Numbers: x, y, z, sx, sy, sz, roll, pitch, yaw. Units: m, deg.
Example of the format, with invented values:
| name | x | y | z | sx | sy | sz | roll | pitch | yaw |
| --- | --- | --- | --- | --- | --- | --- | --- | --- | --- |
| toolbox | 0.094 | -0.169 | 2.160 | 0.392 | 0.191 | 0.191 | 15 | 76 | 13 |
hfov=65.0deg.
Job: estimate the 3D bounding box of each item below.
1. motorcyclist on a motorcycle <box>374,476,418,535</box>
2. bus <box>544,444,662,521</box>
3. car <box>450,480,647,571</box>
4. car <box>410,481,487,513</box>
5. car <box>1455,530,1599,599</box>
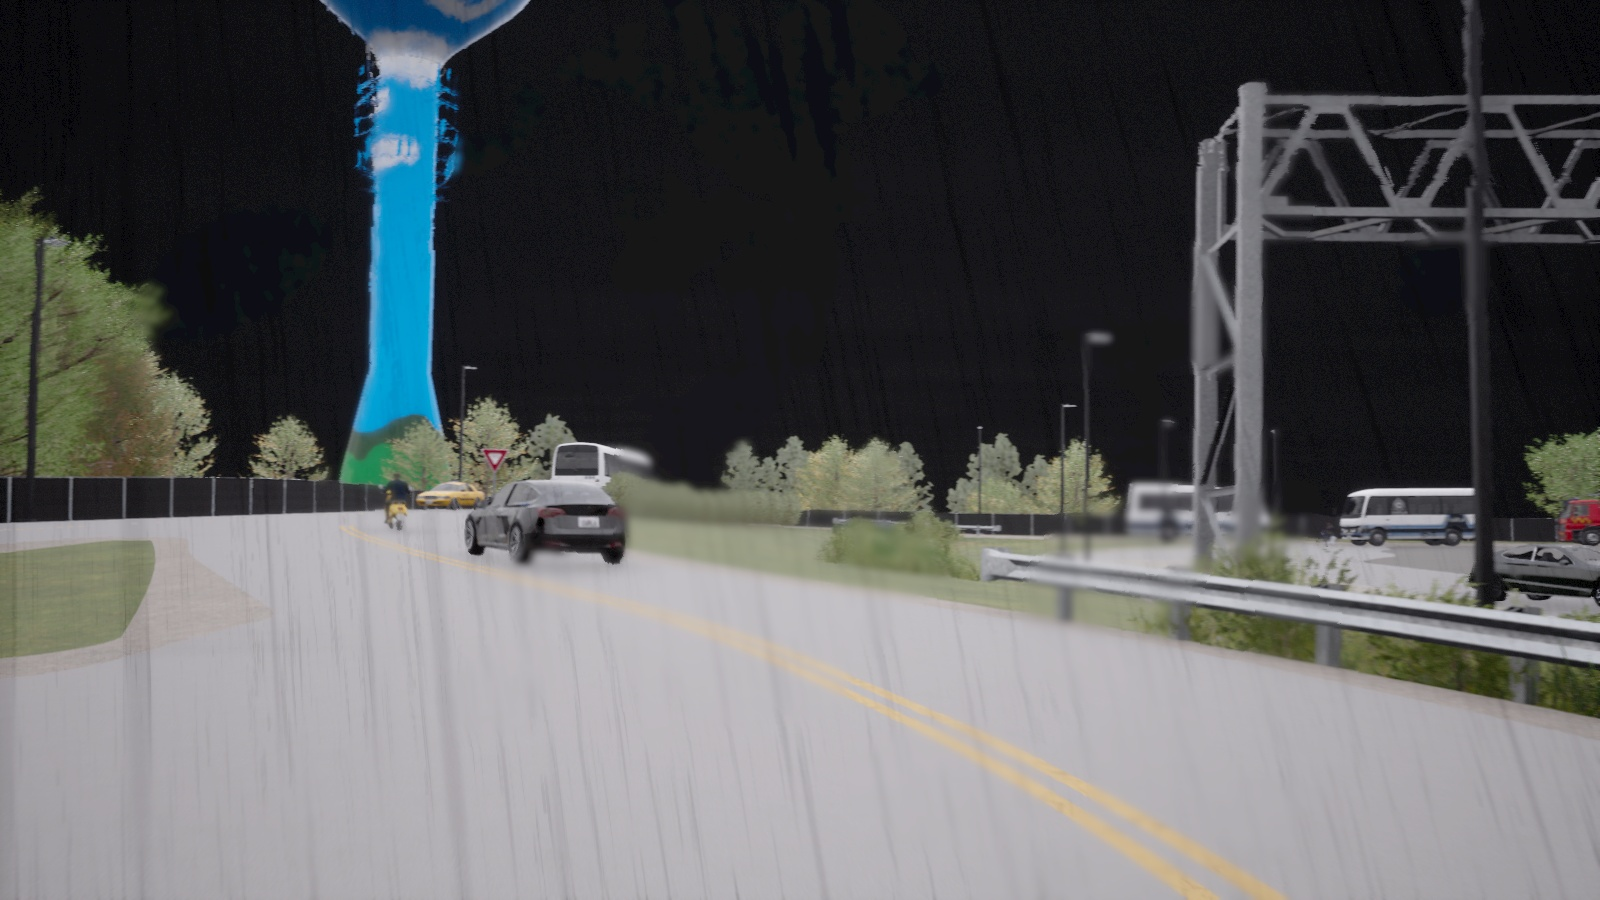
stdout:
| name | x | y | z | sx | sy | sz | roll | pitch | yaw |
| --- | --- | --- | --- | --- | --- | --- | --- | --- | --- |
| motorcyclist on a motorcycle | -11.152 | 1.513 | 34.615 | 0.866 | 1.590 | 1.817 | 2 | -2 | -26 |
| bus | -12.243 | 2.224 | 79.448 | 3.944 | 4.253 | 10.273 | -1 | -5 | 12 |
| car | -4.817 | 1.329 | 23.438 | 2.163 | 1.488 | 4.792 | 2 | -2 | -30 |
| car | -17.939 | 2.417 | 64.401 | 1.801 | 1.575 | 5.366 | 0 | -2 | 7 |
| car | 20.590 | 3.026 | 33.725 | 2.152 | 1.651 | 5.027 | 1 | -3 | -24 |
